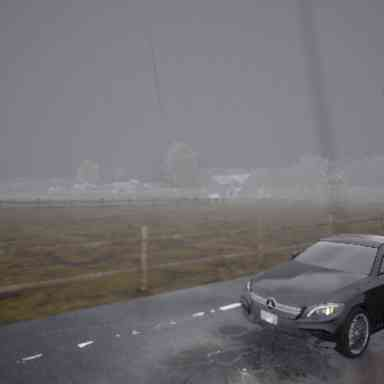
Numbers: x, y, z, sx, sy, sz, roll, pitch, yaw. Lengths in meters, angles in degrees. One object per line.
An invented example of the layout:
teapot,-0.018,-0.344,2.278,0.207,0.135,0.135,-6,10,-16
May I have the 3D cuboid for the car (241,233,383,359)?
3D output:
car,3.002,1.548,6.136,4.674,1.442,1.812,0,0,-36
